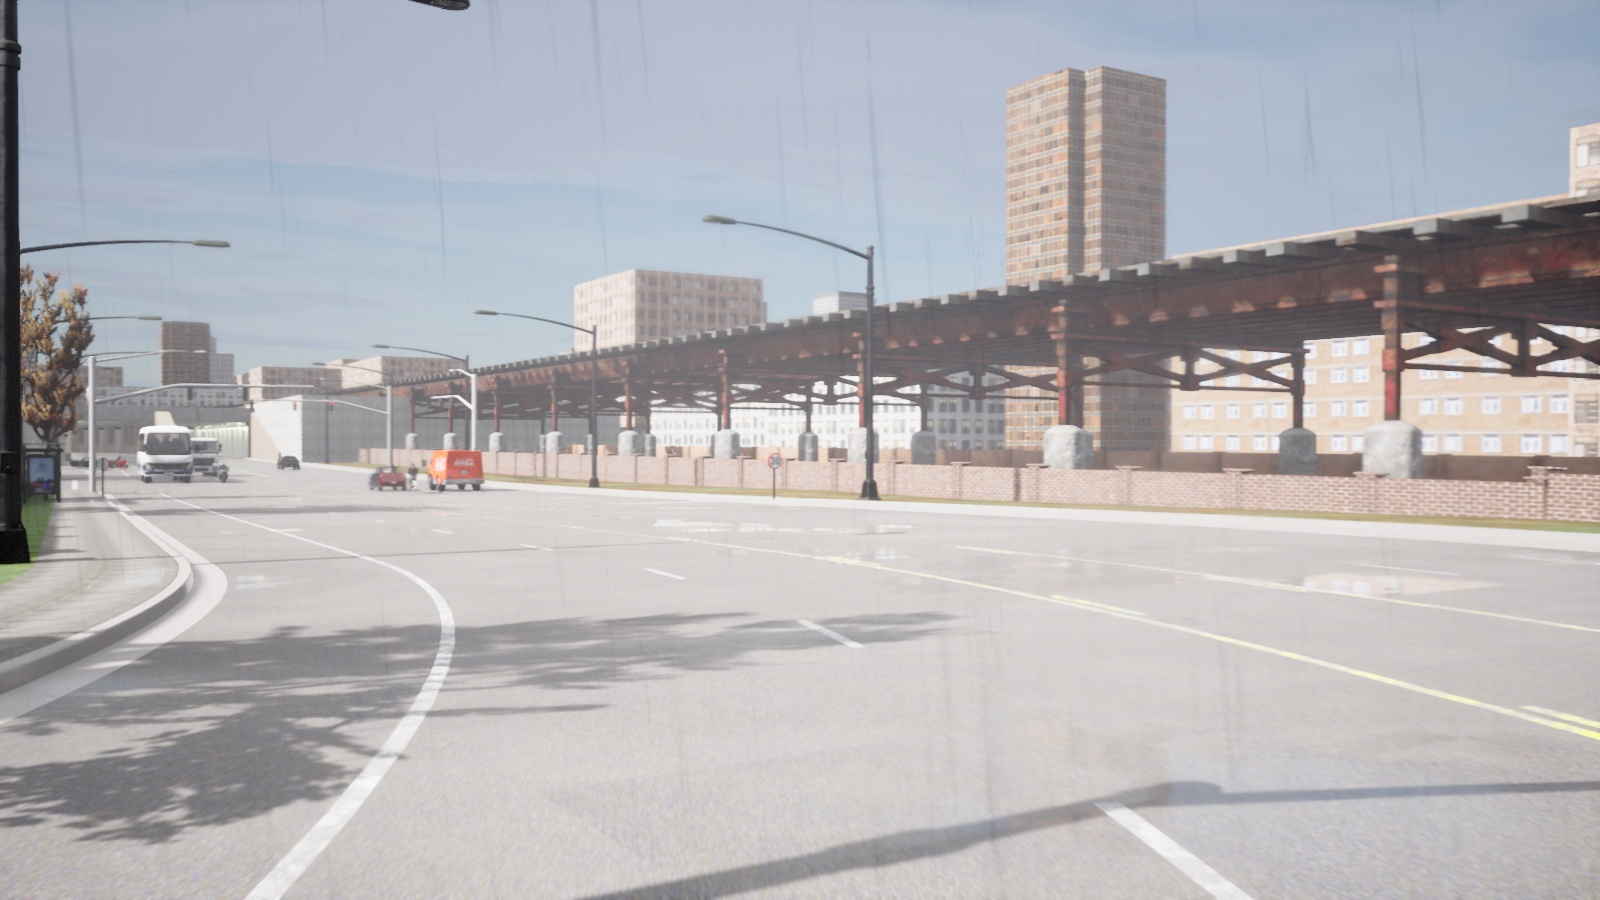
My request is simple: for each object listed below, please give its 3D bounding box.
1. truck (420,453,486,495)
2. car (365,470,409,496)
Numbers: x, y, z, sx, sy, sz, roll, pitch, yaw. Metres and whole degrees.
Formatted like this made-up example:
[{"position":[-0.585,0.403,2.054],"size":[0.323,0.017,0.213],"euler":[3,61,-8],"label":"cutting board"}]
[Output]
[{"position":[-21.286,1.428,76.889],"size":[2.627,2.467,5.204],"euler":[-1,0,-30],"label":"truck"},{"position":[-25.212,1.973,76.646],"size":[1.845,1.501,3.633],"euler":[-1,0,-30],"label":"car"}]
